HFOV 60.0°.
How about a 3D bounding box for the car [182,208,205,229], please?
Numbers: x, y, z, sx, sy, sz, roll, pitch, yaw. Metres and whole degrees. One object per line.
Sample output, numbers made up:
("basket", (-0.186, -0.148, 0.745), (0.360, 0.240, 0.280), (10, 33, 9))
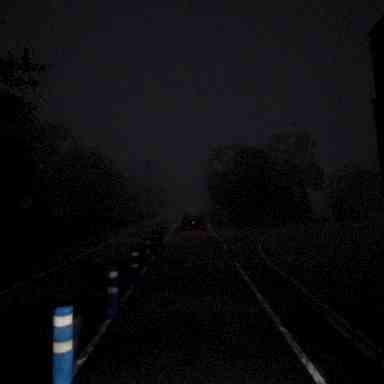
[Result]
("car", (0.109, 2.434, 29.710), (1.882, 1.535, 5.008), (0, -2, 0))

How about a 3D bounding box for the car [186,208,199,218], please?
("car", (0.124, 3.086, 49.401), (1.812, 1.442, 4.674), (0, -2, 0))
